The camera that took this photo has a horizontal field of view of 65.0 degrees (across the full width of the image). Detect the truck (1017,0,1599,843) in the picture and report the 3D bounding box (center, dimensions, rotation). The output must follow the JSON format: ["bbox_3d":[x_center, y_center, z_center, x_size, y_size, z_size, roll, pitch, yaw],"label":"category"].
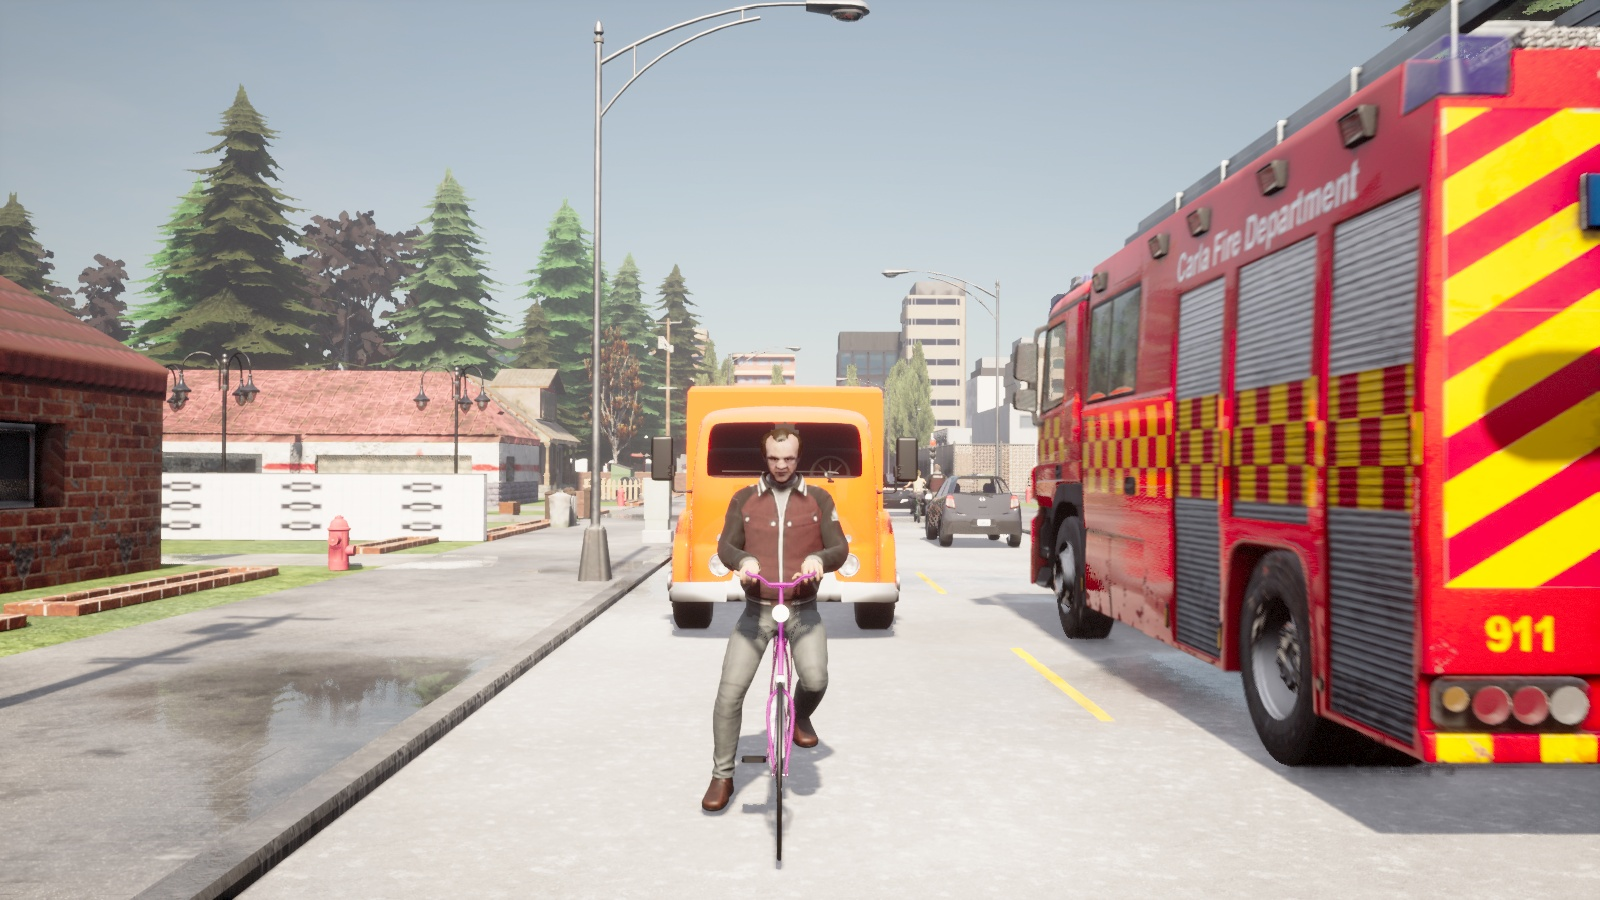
[{"bbox_3d":[3.877,-0.206,9.528,2.891,3.827,8.468,0,-1,-1],"label":"truck"}]

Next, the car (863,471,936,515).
[{"bbox_3d":[3.519,1.516,45.323,2.128,1.511,4.902,0,-1,-1],"label":"car"}]

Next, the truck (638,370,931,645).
[{"bbox_3d":[-0.168,0.562,13.922,2.627,2.467,5.204,0,-1,-1],"label":"truck"}]

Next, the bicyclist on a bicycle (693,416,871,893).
[{"bbox_3d":[-0.079,0.780,5.614,0.659,1.776,1.843,0,-1,-1],"label":"bicyclist on a bicycle"}]

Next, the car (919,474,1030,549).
[{"bbox_3d":[3.697,1.269,27.173,1.845,1.501,3.633,0,-1,-1],"label":"car"}]

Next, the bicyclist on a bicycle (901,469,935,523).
[{"bbox_3d":[3.580,1.378,38.293,0.866,1.612,1.509,0,-1,-1],"label":"bicyclist on a bicycle"}]
